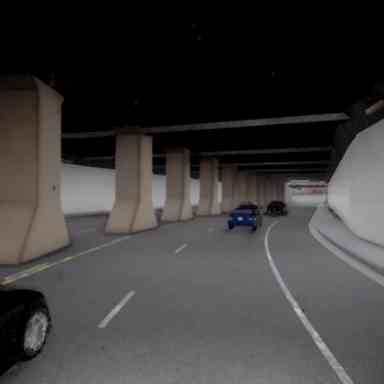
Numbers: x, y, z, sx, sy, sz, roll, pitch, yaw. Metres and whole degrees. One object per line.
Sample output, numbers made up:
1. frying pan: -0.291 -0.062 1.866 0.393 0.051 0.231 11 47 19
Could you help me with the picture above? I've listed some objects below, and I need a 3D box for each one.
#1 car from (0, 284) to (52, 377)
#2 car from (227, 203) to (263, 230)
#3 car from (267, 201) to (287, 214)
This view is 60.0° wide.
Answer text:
1. car: -3.161 1.571 3.350 1.994 1.385 4.181 0 0 2
2. car: 3.739 1.728 22.912 2.033 1.411 5.357 0 0 17
3. car: 10.362 1.817 40.469 1.882 1.535 5.008 0 0 22
